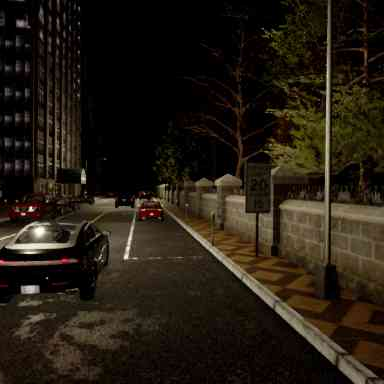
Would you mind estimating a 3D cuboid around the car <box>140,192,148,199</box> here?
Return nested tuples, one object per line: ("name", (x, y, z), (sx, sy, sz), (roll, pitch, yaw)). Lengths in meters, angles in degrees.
("car", (-10.592, 0.728, 73.519), (1.752, 1.417, 4.829), (0, 1, -9))

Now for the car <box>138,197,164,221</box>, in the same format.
("car", (-2.999, 1.311, 24.186), (1.887, 1.381, 4.507), (0, 1, -9))

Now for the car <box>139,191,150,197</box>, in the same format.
("car", (-8.883, 0.646, 62.422), (2.192, 1.841, 5.009), (0, 1, -9))

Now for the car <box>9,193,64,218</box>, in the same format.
("car", (-10.785, 1.022, 22.984), (2.192, 1.841, 5.009), (0, 1, -9))

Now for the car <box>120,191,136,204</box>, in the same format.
("car", (-9.350, 0.819, 48.601), (2.097, 1.767, 4.553), (0, 1, -9))

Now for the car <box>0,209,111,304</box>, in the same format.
("car", (-3.104, 1.410, 8.025), (2.128, 1.511, 4.902), (0, 1, -9))

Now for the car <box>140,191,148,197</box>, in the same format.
("car", (-12.247, 0.515, 84.275), (1.967, 1.590, 4.097), (0, 1, -9))

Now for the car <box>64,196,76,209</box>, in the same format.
("car", (-11.628, 1.198, 28.449), (2.008, 1.369, 4.403), (0, 1, -9))

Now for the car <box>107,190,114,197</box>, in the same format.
("car", (-20.034, 0.331, 83.074), (2.192, 1.841, 5.009), (0, 1, -9))

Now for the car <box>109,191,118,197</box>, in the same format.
("car", (-20.877, 0.516, 88.540), (1.947, 1.339, 4.313), (0, 1, -9))

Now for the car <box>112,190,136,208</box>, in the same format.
("car", (-7.802, 0.931, 38.908), (2.097, 1.767, 4.553), (0, 1, -8))

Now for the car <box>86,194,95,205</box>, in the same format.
("car", (-14.124, 0.989, 44.669), (1.752, 1.417, 4.829), (0, 1, -9))

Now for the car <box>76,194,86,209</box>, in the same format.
("car", (-12.468, 1.136, 33.912), (2.008, 1.369, 4.403), (0, 1, -9))
